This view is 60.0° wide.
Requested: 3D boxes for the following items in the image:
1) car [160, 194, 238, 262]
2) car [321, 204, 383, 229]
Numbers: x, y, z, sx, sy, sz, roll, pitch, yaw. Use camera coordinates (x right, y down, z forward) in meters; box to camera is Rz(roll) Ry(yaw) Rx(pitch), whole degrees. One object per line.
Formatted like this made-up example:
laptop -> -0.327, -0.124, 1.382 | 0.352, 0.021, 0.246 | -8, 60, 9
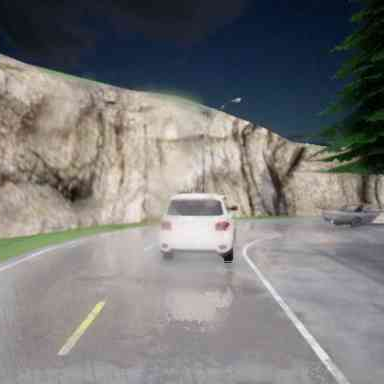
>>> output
car -> 0.402, 1.068, 11.686 | 2.150, 2.045, 5.566 | 0, 1, 8
car -> 10.077, 1.353, 19.122 | 4.718, 1.301, 1.895 | 0, 1, -10
